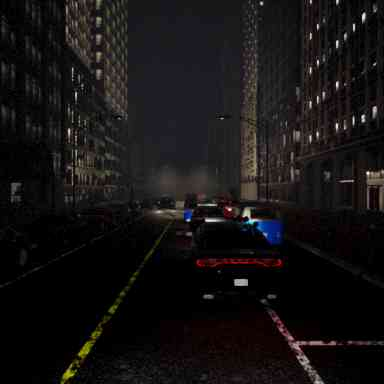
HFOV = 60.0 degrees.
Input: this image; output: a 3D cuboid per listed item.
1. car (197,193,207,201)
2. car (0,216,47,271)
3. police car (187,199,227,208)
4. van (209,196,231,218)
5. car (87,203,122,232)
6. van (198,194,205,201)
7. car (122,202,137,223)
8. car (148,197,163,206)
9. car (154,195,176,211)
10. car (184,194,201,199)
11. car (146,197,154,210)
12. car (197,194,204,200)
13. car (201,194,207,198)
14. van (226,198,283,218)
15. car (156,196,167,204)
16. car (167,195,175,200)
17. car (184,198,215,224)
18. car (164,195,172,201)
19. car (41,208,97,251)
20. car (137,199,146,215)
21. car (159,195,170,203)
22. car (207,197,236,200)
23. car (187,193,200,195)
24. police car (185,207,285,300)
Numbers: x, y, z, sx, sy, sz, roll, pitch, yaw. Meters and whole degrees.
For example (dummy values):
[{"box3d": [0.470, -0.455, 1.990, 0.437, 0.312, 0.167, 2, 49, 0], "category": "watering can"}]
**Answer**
[{"box3d": [2.436, 1.293, 82.323, 2.192, 1.841, 5.009, -1, 0, 0], "category": "car"}, {"box3d": [-5.720, 1.549, 8.410, 2.008, 1.369, 4.403, -1, 0, 0], "category": "car"}, {"box3d": [0.847, 1.421, 18.570, 1.930, 1.638, 5.238, 0, 0, 0], "category": "police car"}, {"box3d": [2.590, 1.334, 31.170, 1.690, 1.788, 3.998, -1, 0, 0], "category": "van"}, {"box3d": [-5.754, 1.540, 19.777, 1.887, 1.381, 4.507, -1, 0, 0], "category": "car"}, {"box3d": [2.420, 1.317, 88.006, 1.690, 1.788, 3.998, -1, 0, 0], "category": "van"}, {"box3d": [-5.772, 1.545, 25.461, 2.008, 1.369, 4.403, -1, 0, 0], "category": "car"}, {"box3d": [-5.856, 1.538, 53.879, 2.008, 1.369, 4.403, -1, 0, 0], "category": "car"}, {"box3d": [-3.119, 1.342, 41.066, 2.097, 1.767, 4.553, 0, 0, 0], "category": "car"}, {"box3d": [-0.121, 1.467, 45.610, 1.882, 1.535, 5.008, 0, 0, 0], "category": "car"}, {"box3d": [-5.823, 1.541, 42.512, 2.008, 1.369, 4.403, -1, 0, 0], "category": "car"}, {"box3d": [2.404, 1.414, 93.690, 1.967, 1.590, 4.097, -1, 0, 0], "category": "car"}, {"box3d": [2.524, 1.538, 53.904, 2.008, 1.369, 4.403, -1, 0, 0], "category": "car"}, {"box3d": [2.641, 1.338, 14.119, 1.690, 1.788, 3.998, -1, 0, 0], "category": "van"}, {"box3d": [-5.890, 1.566, 65.246, 1.802, 1.307, 4.206, -1, 0, 0], "category": "car"}, {"box3d": [-5.976, 1.540, 93.665, 1.947, 1.339, 4.313, -1, 0, 0], "category": "car"}, {"box3d": [0.572, 1.472, 24.558, 1.882, 1.535, 5.008, 0, 0, 6], "category": "car"}, {"box3d": [-5.941, 1.504, 82.127, 1.752, 1.417, 4.829, -1, 0, 0], "category": "car"}, {"box3d": [-5.737, 1.563, 14.094, 1.947, 1.339, 4.313, -1, 0, 0], "category": "car"}, {"box3d": [-5.788, 1.575, 31.145, 1.802, 1.307, 4.206, -1, 0, 0], "category": "car"}, {"box3d": [-5.909, 1.422, 70.929, 1.967, 1.590, 4.097, -1, 0, 0], "category": "car"}, {"box3d": [2.607, 1.309, 25.486, 2.192, 1.841, 5.009, -1, 0, 0], "category": "car"}, {"box3d": [-0.175, 1.207, 59.499, 2.150, 2.045, 5.566, 0, 0, 0], "category": "car"}, {"box3d": [0.877, 1.423, 8.569, 1.930, 1.638, 5.238, 0, 0, 0], "category": "police car"}]
